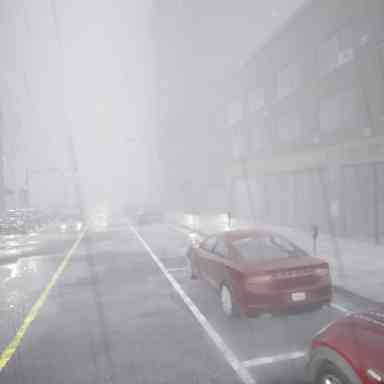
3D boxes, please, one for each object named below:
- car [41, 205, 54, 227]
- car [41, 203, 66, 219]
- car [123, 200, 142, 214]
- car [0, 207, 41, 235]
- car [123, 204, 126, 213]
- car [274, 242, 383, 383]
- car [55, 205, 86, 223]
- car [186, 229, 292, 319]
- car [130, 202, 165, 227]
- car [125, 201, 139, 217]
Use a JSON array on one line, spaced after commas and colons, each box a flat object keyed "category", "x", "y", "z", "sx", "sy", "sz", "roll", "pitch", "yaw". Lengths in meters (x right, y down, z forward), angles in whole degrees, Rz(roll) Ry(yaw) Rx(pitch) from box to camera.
[{"category": "car", "x": -12.617, "y": 2.022, "z": 26.467, "sx": 1.947, "sy": 1.339, "sz": 4.313, "roll": -3, "pitch": 0, "yaw": -14}, {"category": "car", "x": -15.337, "y": 2.085, "z": 37.136, "sx": 1.887, "sy": 1.381, "sz": 4.507, "roll": -3, "pitch": 0, "yaw": -14}, {"category": "car", "x": -7.084, "y": 1.722, "z": 39.242, "sx": 1.887, "sy": 1.381, "sz": 4.507, "roll": -3, "pitch": 0, "yaw": -14}, {"category": "car", "x": -11.264, "y": 1.854, "z": 21.131, "sx": 1.967, "sy": 1.590, "sz": 4.097, "roll": -3, "pitch": 0, "yaw": -14}, {"category": "car", "x": -5.725, "y": 1.680, "z": 33.907, "sx": 1.887, "sy": 1.381, "sz": 4.507, "roll": -3, "pitch": 0, "yaw": -14}, {"category": "car", "x": 2.426, "y": 1.328, "z": 1.900, "sx": 1.967, "sy": 1.590, "sz": 4.097, "roll": -3, "pitch": 0, "yaw": -14}, {"category": "car", "x": -10.699, "y": 1.909, "z": 30.156, "sx": 2.033, "sy": 1.411, "sz": 5.357, "roll": -3, "pitch": 0, "yaw": -14}, {"category": "car", "x": 1.073, "y": 1.473, "z": 7.235, "sx": 1.887, "sy": 1.381, "sz": 4.507, "roll": -3, "pitch": 0, "yaw": -14}, {"category": "car", "x": -3.005, "y": 1.617, "z": 23.239, "sx": 1.947, "sy": 1.339, "sz": 4.313, "roll": -3, "pitch": 0, "yaw": -14}, {"category": "car", "x": -4.365, "y": 1.637, "z": 28.572, "sx": 1.887, "sy": 1.381, "sz": 4.507, "roll": -3, "pitch": 0, "yaw": -14}]
